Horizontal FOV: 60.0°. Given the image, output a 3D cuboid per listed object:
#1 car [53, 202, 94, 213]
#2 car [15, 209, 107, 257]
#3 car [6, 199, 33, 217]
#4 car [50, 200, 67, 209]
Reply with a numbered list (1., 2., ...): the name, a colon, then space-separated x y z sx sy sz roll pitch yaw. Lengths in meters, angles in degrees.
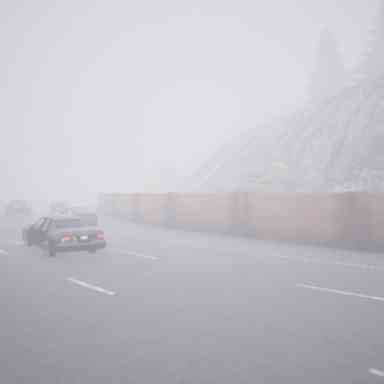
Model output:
1. car: -7.876 1.695 22.796 1.812 1.442 4.674 0 0 -34
2. car: -5.331 1.645 13.470 2.033 1.411 5.357 1 -1 -39
3. car: -17.818 1.574 34.504 2.097 1.767 4.553 1 -1 -21
4. car: -16.645 1.777 42.183 1.882 1.535 5.008 0 0 -13
